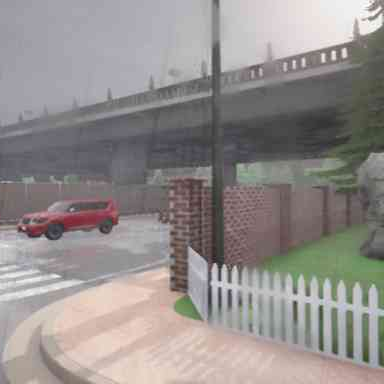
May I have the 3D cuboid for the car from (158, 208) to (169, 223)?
[{"bbox_3d":[-0.691,1.680,27.079,1.882,1.535,5.008,-1,0,35],"label":"car"}]

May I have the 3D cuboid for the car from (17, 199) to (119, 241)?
[{"bbox_3d":[-6.670,1.428,18.647,2.150,2.045,5.566,-1,0,35],"label":"car"}]
